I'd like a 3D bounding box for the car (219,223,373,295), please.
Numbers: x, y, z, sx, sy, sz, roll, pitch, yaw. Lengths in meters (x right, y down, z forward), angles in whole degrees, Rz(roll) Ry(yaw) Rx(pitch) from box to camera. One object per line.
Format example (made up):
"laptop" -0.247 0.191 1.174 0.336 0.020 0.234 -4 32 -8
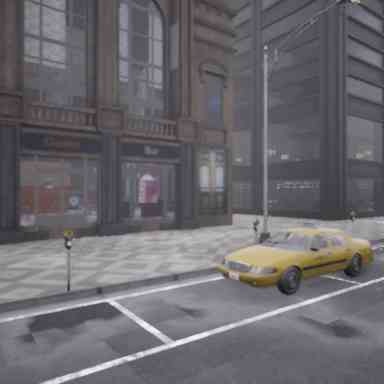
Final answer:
"car" 2.888 1.527 8.712 4.829 1.417 1.752 0 0 -36
